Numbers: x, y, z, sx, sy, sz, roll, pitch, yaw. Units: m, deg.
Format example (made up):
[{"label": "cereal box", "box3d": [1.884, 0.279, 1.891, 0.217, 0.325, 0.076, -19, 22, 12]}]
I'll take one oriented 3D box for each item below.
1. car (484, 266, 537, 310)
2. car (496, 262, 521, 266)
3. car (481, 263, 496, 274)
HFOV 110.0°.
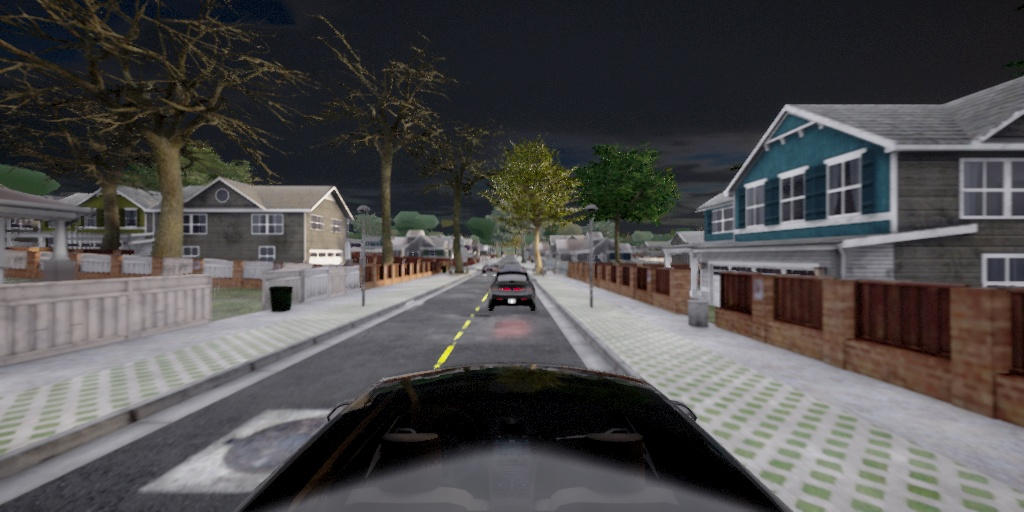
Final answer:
[{"label": "car", "box3d": [0.015, 1.374, 15.336, 1.837, 1.490, 4.892, 0, 0, 0]}, {"label": "car", "box3d": [0.011, 1.296, 30.250, 2.097, 1.767, 4.553, 0, 0, 0]}, {"label": "car", "box3d": [-2.785, 1.554, 46.323, 1.994, 1.385, 4.181, 0, 0, 0]}]
